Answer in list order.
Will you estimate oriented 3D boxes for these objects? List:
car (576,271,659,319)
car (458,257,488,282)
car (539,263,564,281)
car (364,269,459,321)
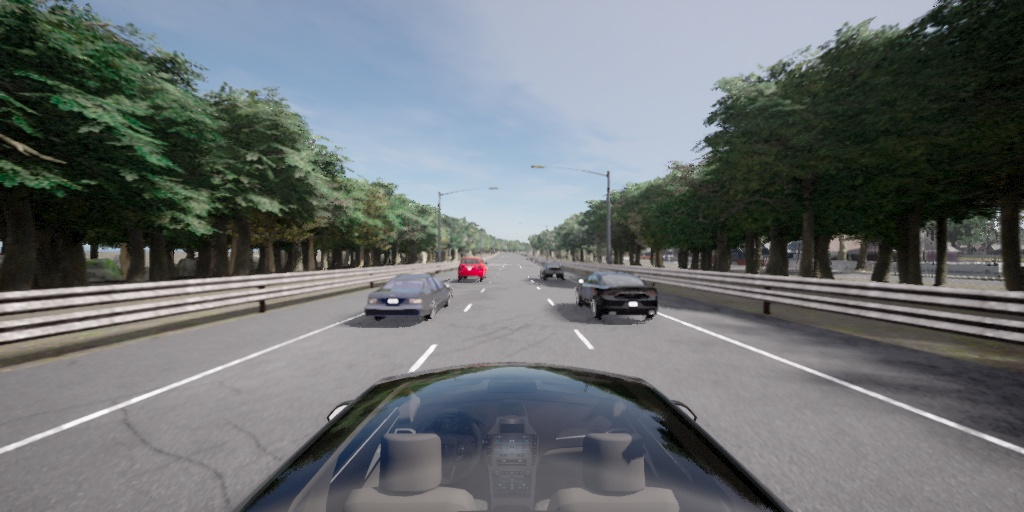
[{"bbox_3d":[3.588,1.287,13.070,1.882,1.535,5.008,0,0,0],"label":"car"},{"bbox_3d":[-3.413,1.128,31.538,2.150,2.045,5.566,0,0,0],"label":"car"},{"bbox_3d":[3.586,1.416,32.626,1.837,1.490,4.892,0,0,0],"label":"car"},{"bbox_3d":[-3.407,1.355,12.773,2.033,1.411,5.357,0,0,0],"label":"car"}]
